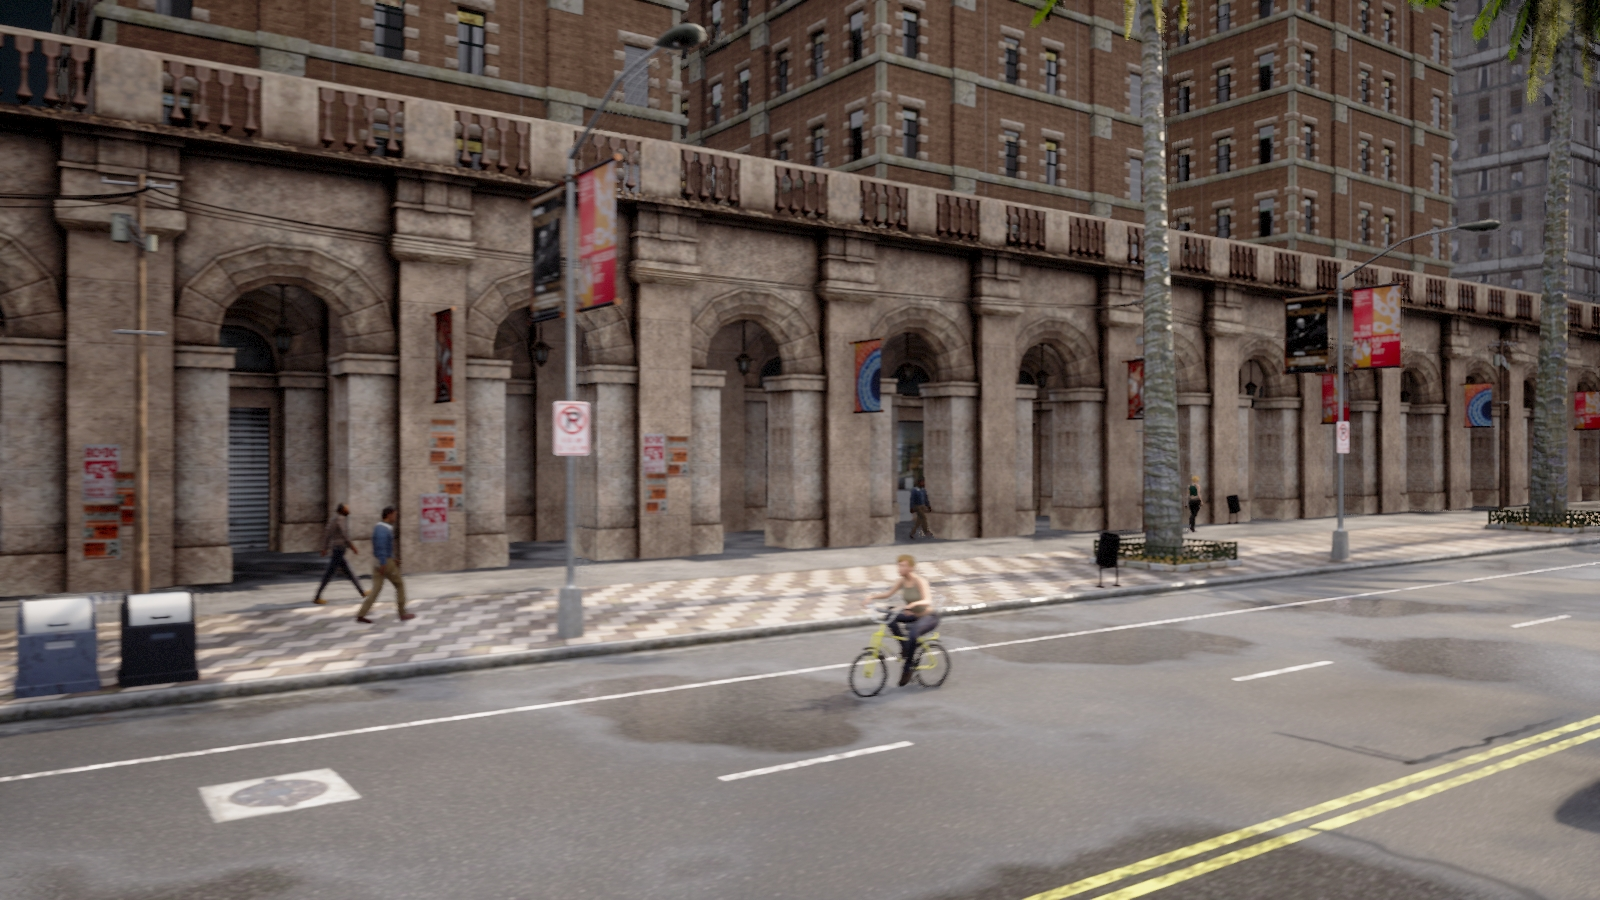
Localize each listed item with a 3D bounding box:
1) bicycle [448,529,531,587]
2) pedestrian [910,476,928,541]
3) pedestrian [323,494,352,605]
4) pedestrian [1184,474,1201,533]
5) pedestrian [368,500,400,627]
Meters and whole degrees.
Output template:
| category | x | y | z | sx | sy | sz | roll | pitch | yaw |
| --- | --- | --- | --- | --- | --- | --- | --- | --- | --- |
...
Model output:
| category | x | y | z | sx | sy | sz | roll | pitch | yaw |
| --- | --- | --- | --- | --- | --- | --- | --- | --- | --- |
| bicycle | -6.565 | 2.256 | 24.161 | 1.487 | 1.080 | 0.859 | 0 | 0 | -35 |
| pedestrian | 3.458 | 1.696 | 33.270 | 0.375 | 1.860 | 0.375 | 0 | 0 | -43 |
| pedestrian | -7.934 | 1.696 | 19.596 | 0.375 | 1.860 | 0.375 | 0 | 0 | -35 |
| pedestrian | 12.483 | 1.698 | 36.335 | 0.375 | 1.860 | 0.375 | 0 | 0 | -33 |
| pedestrian | -6.271 | 1.696 | 17.216 | 0.375 | 1.860 | 0.375 | 0 | 0 | -33 |
